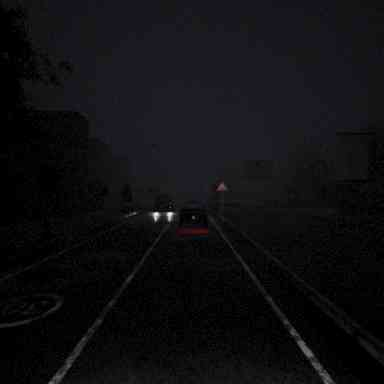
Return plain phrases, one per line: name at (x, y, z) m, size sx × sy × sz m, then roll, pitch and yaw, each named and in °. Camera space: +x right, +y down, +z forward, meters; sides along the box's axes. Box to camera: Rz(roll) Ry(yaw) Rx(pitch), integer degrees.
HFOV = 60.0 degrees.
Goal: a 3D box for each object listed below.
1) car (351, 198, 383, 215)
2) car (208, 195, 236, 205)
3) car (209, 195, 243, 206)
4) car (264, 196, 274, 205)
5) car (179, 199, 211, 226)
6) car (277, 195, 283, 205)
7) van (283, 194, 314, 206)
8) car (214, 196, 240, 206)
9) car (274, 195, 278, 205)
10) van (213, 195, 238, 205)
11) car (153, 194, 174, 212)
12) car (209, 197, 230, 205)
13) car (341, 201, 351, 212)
car at (18.748, 1.340, 32.890) m, size 4.553 × 1.767 × 2.185 m, roll 0°, pitch 0°, yaw 0°
car at (6.182, 1.646, 69.549) m, size 5.566 × 2.045 × 2.435 m, roll 0°, pitch -1°, yaw -1°
car at (6.076, 1.623, 57.398) m, size 5.366 × 1.575 × 1.946 m, roll 0°, pitch -1°, yaw 0°
car at (18.413, 1.606, 68.029) m, size 5.566 × 2.045 × 2.435 m, roll 0°, pitch -2°, yaw -1°
car at (0.095, 1.494, 23.824) m, size 1.882 × 1.535 × 5.008 m, roll 0°, pitch 0°, yaw 0°
car at (18.696, 1.666, 59.648) m, size 5.366 × 1.575 × 1.946 m, roll 0°, pitch -1°, yaw 0°
van at (18.417, 1.394, 56.856) m, size 4.442 × 1.987 × 1.878 m, roll 0°, pitch -1°, yaw 0°
car at (6.268, 1.552, 60.319) m, size 4.553 × 1.767 × 2.185 m, roll 0°, pitch -1°, yaw 0°
car at (18.675, 1.719, 62.309) m, size 5.366 × 1.575 × 1.946 m, roll 0°, pitch -1°, yaw 0°
van at (6.328, 1.518, 63.359) m, size 4.442 × 1.987 × 1.878 m, roll 0°, pitch -1°, yaw 0°
car at (-3.359, 1.242, 39.938) m, size 2.150 × 2.045 × 5.566 m, roll 0°, pitch 0°, yaw 0°
car at (6.108, 1.953, 75.495) m, size 4.553 × 1.767 × 2.185 m, roll 0°, pitch -2°, yaw -1°
car at (18.676, 1.509, 36.060) m, size 4.674 × 1.452 × 2.002 m, roll 0°, pitch 0°, yaw 0°
